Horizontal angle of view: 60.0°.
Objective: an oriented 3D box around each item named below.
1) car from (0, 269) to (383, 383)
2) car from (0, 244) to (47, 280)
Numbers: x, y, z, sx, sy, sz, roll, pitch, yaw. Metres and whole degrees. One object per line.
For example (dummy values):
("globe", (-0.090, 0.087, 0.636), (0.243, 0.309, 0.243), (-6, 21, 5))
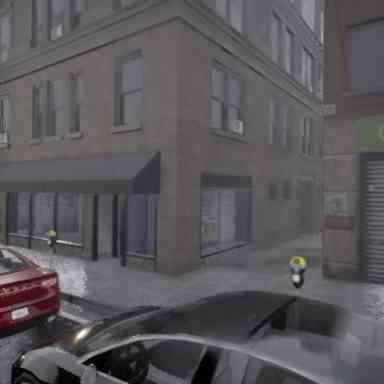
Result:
("car", (0.263, 1.572, 2.763), (4.313, 1.339, 1.947), (0, 1, 36))
("car", (-4.219, 1.577, 5.960), (4.507, 1.381, 1.887), (0, 1, 36))
